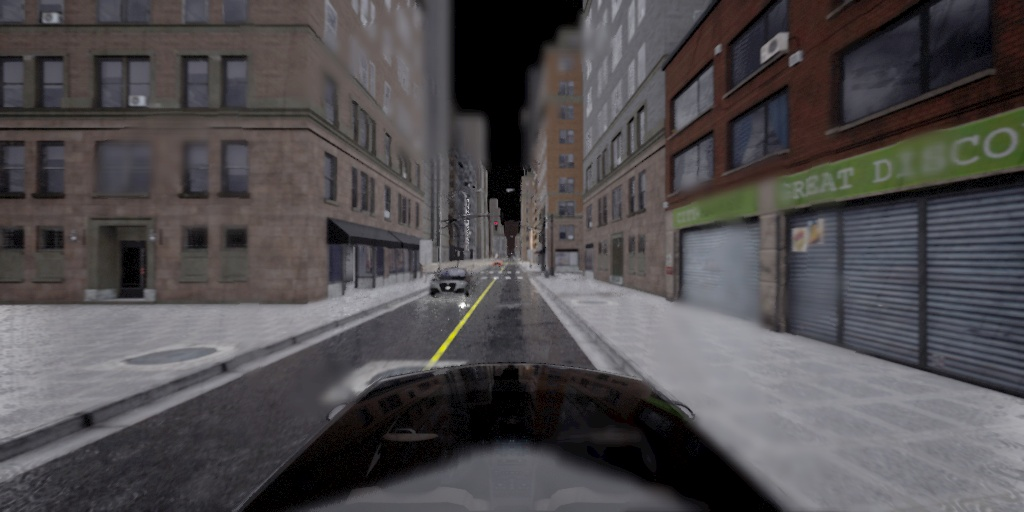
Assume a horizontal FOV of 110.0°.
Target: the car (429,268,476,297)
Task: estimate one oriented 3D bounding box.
[{"bbox_3d":[-3.083,1.345,19.224,1.994,1.385,4.181,0,0,0],"label":"car"}]
